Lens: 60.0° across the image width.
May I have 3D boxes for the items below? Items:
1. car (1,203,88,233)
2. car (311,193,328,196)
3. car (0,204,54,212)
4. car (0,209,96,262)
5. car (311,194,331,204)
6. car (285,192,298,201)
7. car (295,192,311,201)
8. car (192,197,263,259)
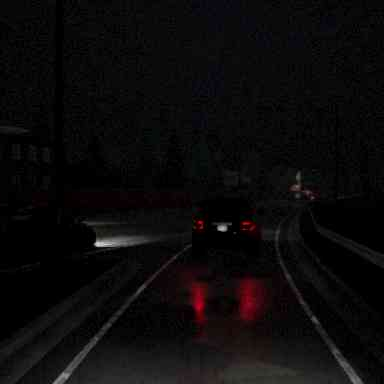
[{"bbox_3d":[-8.839,1.467,20.348,1.812,1.442,4.674,0,0,31],"label":"car"},{"bbox_3d":[31.034,1.287,80.791,2.097,1.767,4.553,0,0,31],"label":"car"},{"bbox_3d":[-8.098,1.305,14.754,2.097,1.767,4.553,0,0,31],"label":"car"},{"bbox_3d":[-5.578,1.528,12.148,1.994,1.385,4.181,0,0,31],"label":"car"},{"bbox_3d":[24.186,1.513,62.215,1.994,1.385,4.181,0,0,31],"label":"car"},{"bbox_3d":[24.818,1.435,84.035,2.128,1.511,4.902,0,0,31],"label":"car"},{"bbox_3d":[27.827,1.446,82.247,2.128,1.511,4.902,0,0,31],"label":"car"},{"bbox_3d":[1.495,1.202,12.765,2.150,2.045,5.566,0,0,13],"label":"car"}]
